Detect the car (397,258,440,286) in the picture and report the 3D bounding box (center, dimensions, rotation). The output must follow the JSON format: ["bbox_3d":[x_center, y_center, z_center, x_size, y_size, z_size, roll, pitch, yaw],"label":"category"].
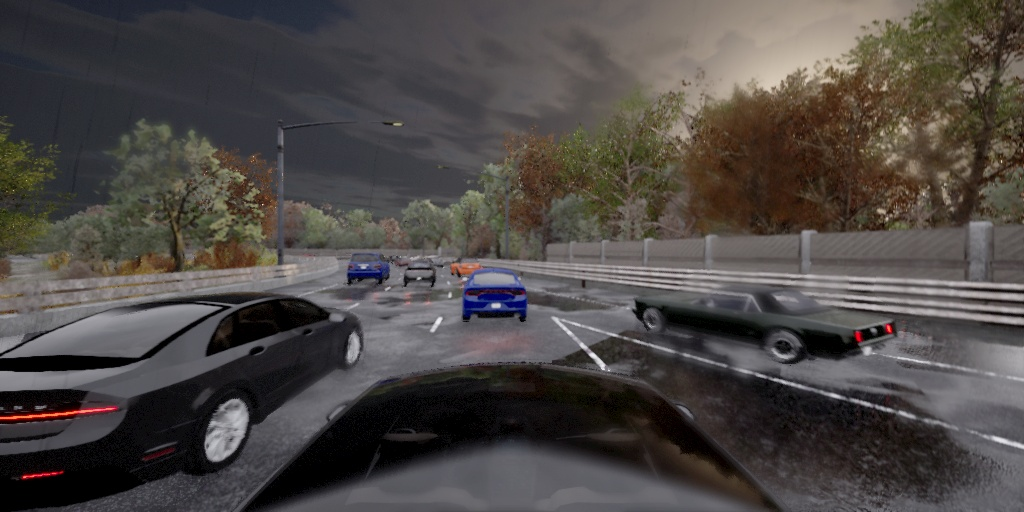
[{"bbox_3d":[-5.886,1.081,23.151,2.128,1.511,4.902,0,0,-12],"label":"car"}]

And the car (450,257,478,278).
[{"bbox_3d":[-4.050,0.892,31.110,2.097,1.767,4.553,0,0,-18],"label":"car"}]

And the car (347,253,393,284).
[{"bbox_3d":[-9.758,0.790,24.637,2.150,2.045,5.566,0,0,-13],"label":"car"}]

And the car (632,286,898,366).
[{"bbox_3d":[5.069,1.325,8.118,1.895,1.301,4.718,0,0,-28],"label":"car"}]

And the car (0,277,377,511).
[{"bbox_3d":[-3.602,1.228,4.705,1.837,1.490,4.892,0,0,-2],"label":"car"}]

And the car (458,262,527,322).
[{"bbox_3d":[-0.665,1.158,12.128,1.882,1.535,5.008,0,1,-6],"label":"car"}]

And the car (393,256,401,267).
[{"bbox_3d":[-15.025,0.982,49.602,1.895,1.301,4.718,0,0,-26],"label":"car"}]

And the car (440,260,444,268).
[{"bbox_3d":[-10.682,0.947,48.698,2.033,1.411,5.357,0,0,-25],"label":"car"}]
